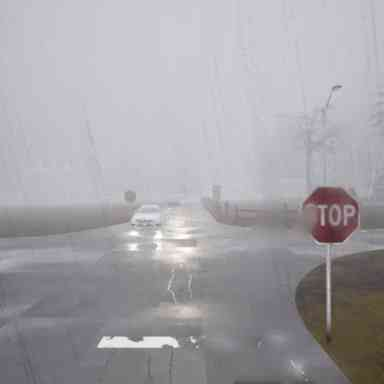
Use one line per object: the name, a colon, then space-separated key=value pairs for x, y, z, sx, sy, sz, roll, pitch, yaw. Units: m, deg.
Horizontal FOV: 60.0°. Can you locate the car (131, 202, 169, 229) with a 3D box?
car: x=-2.736 y=1.583 z=21.571 sx=1.812 sy=1.442 sz=4.674 roll=0 pitch=0 yaw=0

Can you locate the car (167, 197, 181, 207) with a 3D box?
car: x=-2.724 y=1.517 z=51.070 sx=1.882 sy=1.535 sz=5.008 roll=0 pitch=0 yaw=0
